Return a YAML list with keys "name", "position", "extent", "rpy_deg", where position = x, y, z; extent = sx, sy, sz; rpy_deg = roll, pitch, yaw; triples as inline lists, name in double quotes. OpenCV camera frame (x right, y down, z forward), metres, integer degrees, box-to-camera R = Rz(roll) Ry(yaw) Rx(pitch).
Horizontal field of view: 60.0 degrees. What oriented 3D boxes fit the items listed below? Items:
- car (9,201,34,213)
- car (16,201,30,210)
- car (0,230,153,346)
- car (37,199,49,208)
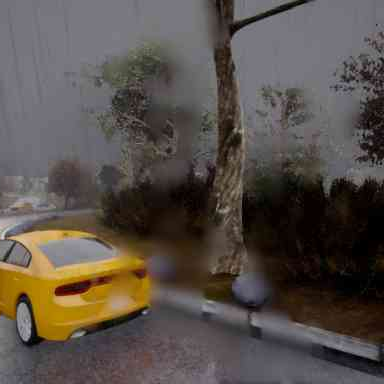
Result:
- name: "car"
  position: [-24.775, 2.172, 48.423]
  extent: [1.882, 1.535, 5.008]
  rpy_deg: [0, -1, -6]
- name: "car"
  position: [-30.895, 2.408, 60.937]
  extent: [1.994, 1.385, 4.181]
  rpy_deg: [0, 0, -22]
- name: "car"
  position: [-2.878, 1.497, 6.529]
  extent: [5.008, 1.535, 1.882]
  rpy_deg: [0, 0, 43]
- name: "car"
  position: [-28.592, 2.193, 63.833]
  extent: [2.097, 1.767, 4.553]
  rpy_deg: [0, 0, -23]
